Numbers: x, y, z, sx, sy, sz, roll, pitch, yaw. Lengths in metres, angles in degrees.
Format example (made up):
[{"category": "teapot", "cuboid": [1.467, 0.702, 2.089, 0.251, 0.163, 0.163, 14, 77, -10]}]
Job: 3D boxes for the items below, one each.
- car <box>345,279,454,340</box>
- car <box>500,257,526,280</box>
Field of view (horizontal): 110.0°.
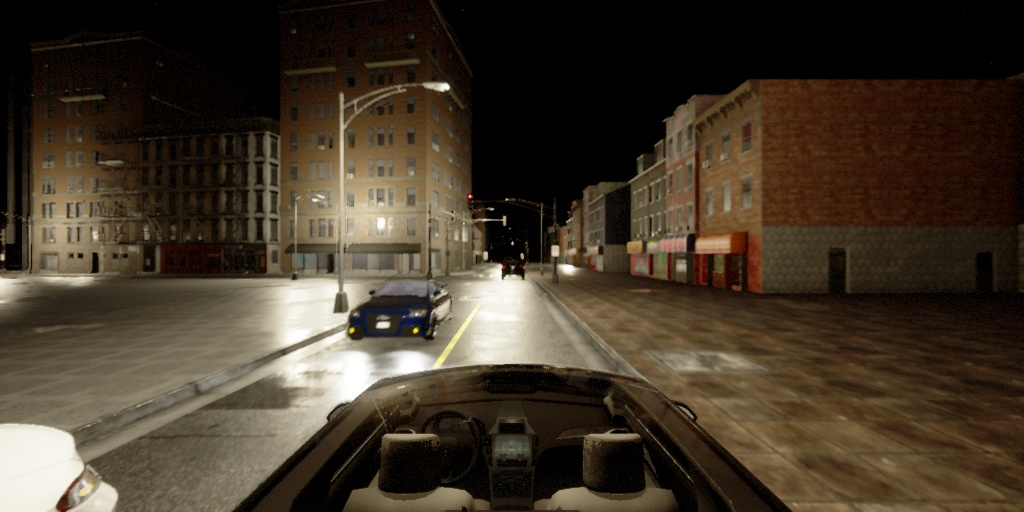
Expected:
[{"category": "car", "cuboid": [-2.839, 1.342, 9.908, 1.994, 1.385, 4.181, 0, 0, 0]}, {"category": "car", "cuboid": [0.103, 1.087, 33.387, 2.150, 2.045, 5.566, 0, 0, 0]}]
